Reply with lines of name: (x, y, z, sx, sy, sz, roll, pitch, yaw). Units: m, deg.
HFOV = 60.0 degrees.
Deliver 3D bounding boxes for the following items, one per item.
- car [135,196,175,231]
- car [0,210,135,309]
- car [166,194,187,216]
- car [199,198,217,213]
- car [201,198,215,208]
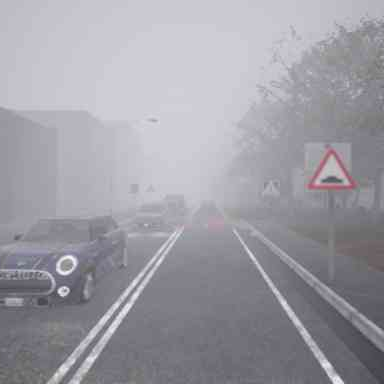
car: (-2.405, 1.398, 20.645, 1.837, 1.490, 4.892, 0, 4, 3)
car: (-3.024, 1.346, 8.104, 2.097, 1.767, 4.553, 0, 0, 3)
car: (-1.742, 1.215, 33.412, 2.150, 2.045, 5.566, 0, 0, 3)
car: (1.800, 1.567, 37.574, 2.033, 1.411, 5.357, 0, 0, 3)
car: (2.384, 1.592, 48.699, 1.994, 1.385, 4.181, 0, 0, 4)
